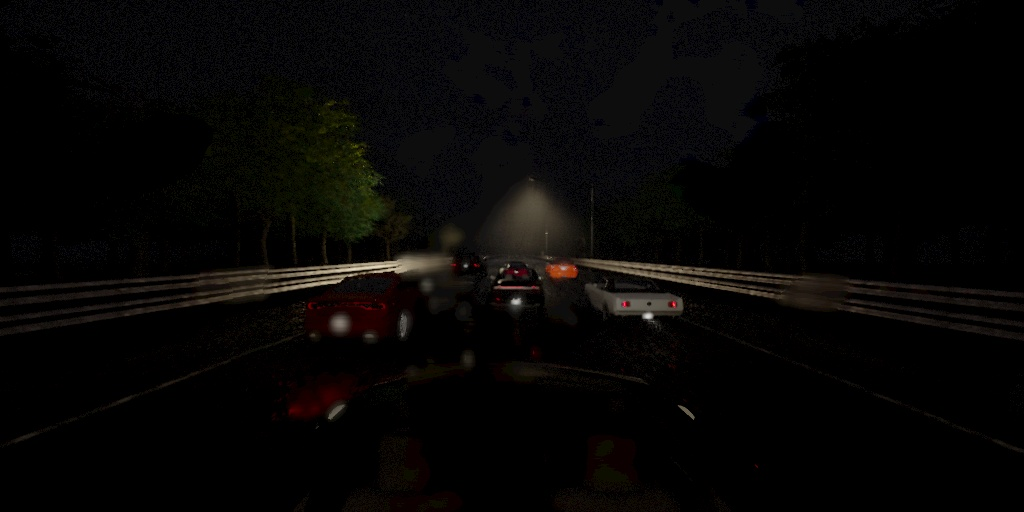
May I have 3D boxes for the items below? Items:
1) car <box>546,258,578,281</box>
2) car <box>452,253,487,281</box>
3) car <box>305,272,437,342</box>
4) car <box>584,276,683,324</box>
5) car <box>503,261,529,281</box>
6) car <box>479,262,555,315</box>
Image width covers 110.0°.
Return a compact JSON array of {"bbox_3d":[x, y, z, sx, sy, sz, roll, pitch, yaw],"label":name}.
[{"bbox_3d":[3.823,0.942,28.190,2.097,1.767,4.553,0,0,1],"label":"car"},{"bbox_3d":[-3.181,0.778,27.518,2.150,2.045,5.566,0,0,1],"label":"car"},{"bbox_3d":[-3.370,1.156,9.579,1.882,1.535,5.008,0,1,1],"label":"car"},{"bbox_3d":[3.662,1.301,11.782,1.895,1.301,4.718,0,0,1],"label":"car"},{"bbox_3d":[0.331,1.131,28.965,1.994,1.385,4.181,0,0,1],"label":"car"},{"bbox_3d":[0.179,1.164,13.230,2.128,1.511,4.902,0,0,1],"label":"car"}]
